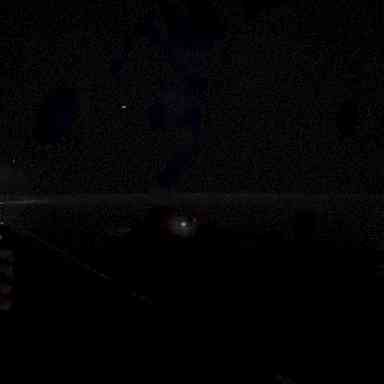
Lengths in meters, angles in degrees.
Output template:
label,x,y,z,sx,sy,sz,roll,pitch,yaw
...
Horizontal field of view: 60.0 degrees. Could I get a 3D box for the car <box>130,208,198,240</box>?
label,x,y,z,sx,sy,sz,roll,pitch,yaw
car,-1.516,1.482,16.792,1.994,1.385,4.181,0,0,-35
